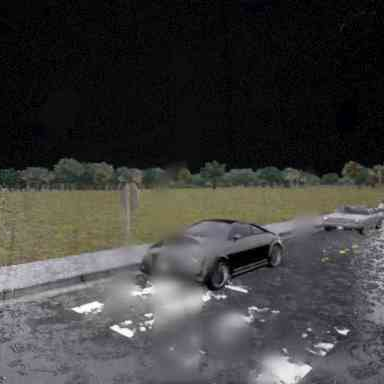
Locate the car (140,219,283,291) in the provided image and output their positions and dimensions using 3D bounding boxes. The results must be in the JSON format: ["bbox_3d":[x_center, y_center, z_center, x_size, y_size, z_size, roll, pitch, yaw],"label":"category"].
[{"bbox_3d":[0.691,1.429,8.760,1.994,1.385,4.181,1,1,41],"label":"car"}]

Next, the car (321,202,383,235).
[{"bbox_3d":[8.513,1.372,17.461,1.895,1.301,4.718,1,1,42],"label":"car"}]

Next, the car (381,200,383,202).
[{"bbox_3d":[15.978,1.033,25.739,2.097,1.767,4.553,1,1,42],"label":"car"}]
